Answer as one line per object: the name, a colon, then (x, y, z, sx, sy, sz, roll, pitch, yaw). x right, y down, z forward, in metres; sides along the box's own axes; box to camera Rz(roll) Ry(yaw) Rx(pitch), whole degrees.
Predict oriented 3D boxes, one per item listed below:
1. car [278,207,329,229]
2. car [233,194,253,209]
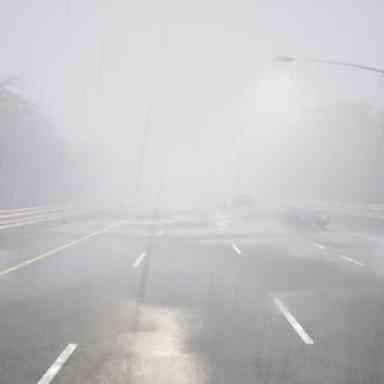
car: (7.021, 1.603, 21.463, 1.895, 1.301, 4.718, 0, 0, 0)
car: (7.056, 1.242, 46.511, 2.150, 2.045, 5.566, 0, 0, 0)
